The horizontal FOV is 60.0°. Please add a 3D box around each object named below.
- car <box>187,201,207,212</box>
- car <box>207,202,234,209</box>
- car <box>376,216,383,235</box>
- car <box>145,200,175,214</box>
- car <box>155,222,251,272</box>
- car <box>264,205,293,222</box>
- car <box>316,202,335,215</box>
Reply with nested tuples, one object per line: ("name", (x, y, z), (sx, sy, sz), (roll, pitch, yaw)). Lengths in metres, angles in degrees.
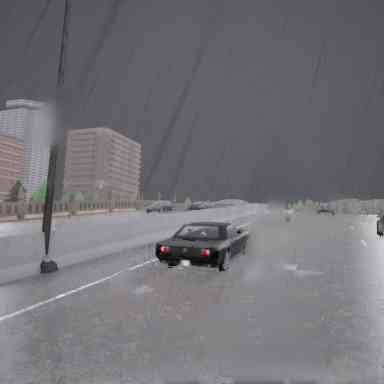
("car", (1.157, 1.807, 40.862), (2.033, 1.411, 5.357), (0, -2, 22))
("car", (3.607, 1.764, 37.624), (1.994, 1.385, 4.181), (0, -1, 22))
("car", (10.196, 1.591, 16.085), (1.812, 1.442, 4.674), (0, 0, 22))
("car", (-3.586, 1.695, 38.530), (1.837, 1.490, 4.892), (0, -1, 22))
("car", (0.662, 1.653, 11.149), (1.895, 1.301, 4.718), (0, 0, 22))
("car", (7.259, 1.722, 27.529), (1.895, 1.301, 4.718), (0, 0, 22))
("car", (15.151, 1.846, 37.752), (2.033, 1.411, 5.357), (0, -2, 22))
